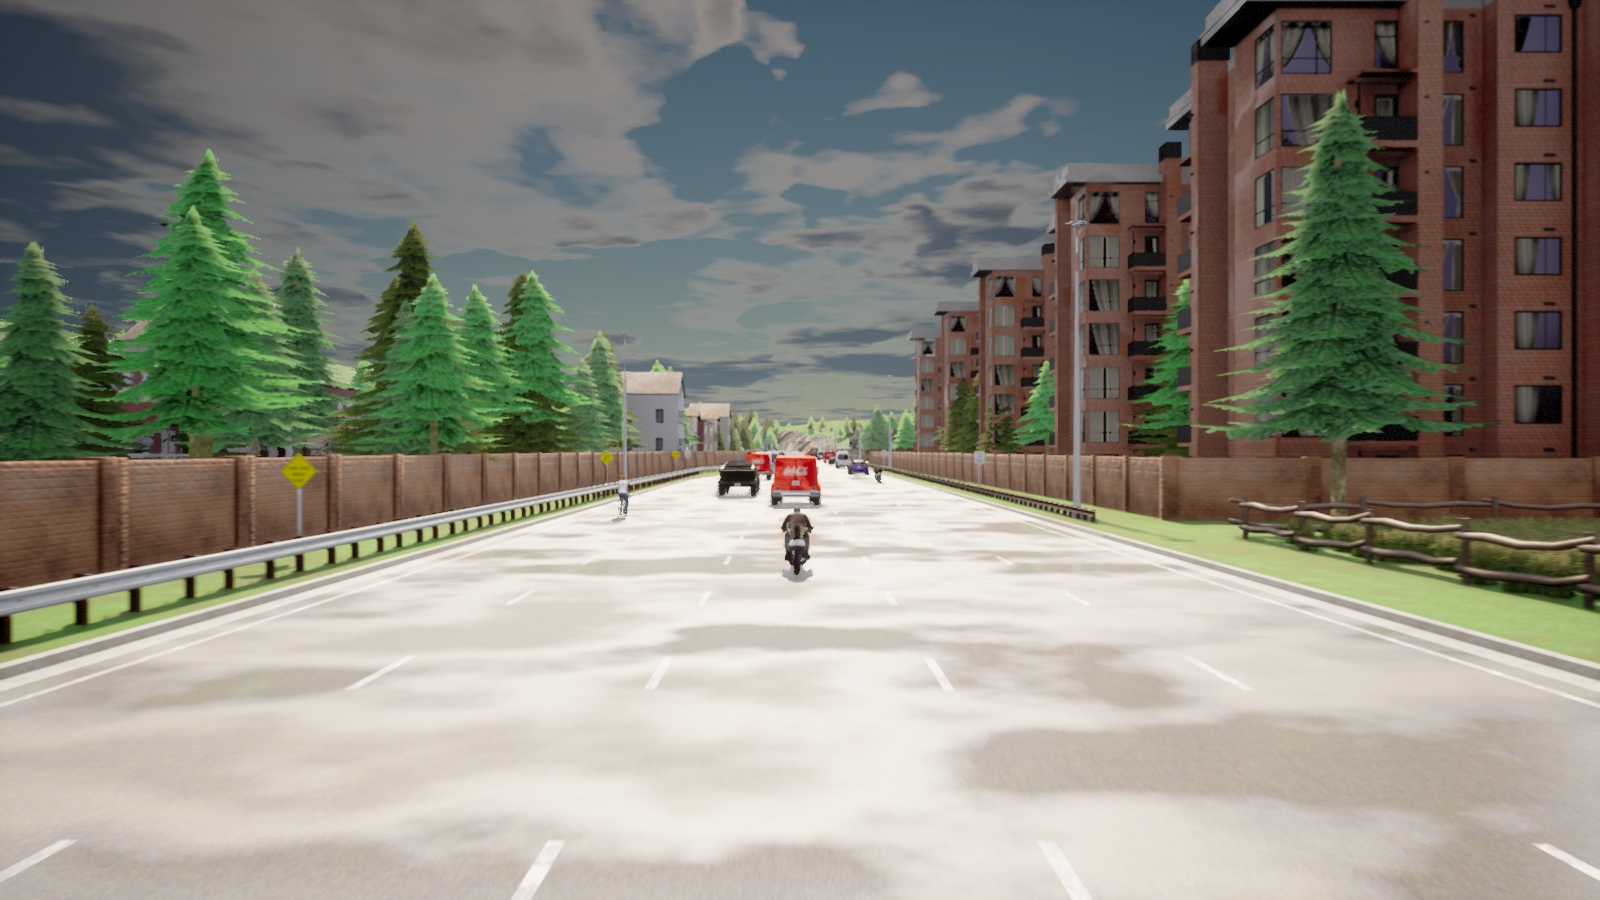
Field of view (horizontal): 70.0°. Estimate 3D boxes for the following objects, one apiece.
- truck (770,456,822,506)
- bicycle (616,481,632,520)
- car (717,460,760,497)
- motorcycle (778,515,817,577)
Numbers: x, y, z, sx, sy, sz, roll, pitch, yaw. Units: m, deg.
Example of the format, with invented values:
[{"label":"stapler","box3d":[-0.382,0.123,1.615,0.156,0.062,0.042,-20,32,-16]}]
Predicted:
[{"label":"truck","box3d":[-0.215,1.553,59.808,2.627,2.467,5.204,0,0,0]},{"label":"bicycle","box3d":[-7.164,2.045,46.534,0.373,1.496,1.643,0,0,0]},{"label":"car","box3d":[-3.765,1.736,71.516,2.390,2.098,6.274,0,0,0]},{"label":"motorcycle","box3d":[-0.068,2.198,26.520,0.867,1.251,2.209,0,0,0]}]
